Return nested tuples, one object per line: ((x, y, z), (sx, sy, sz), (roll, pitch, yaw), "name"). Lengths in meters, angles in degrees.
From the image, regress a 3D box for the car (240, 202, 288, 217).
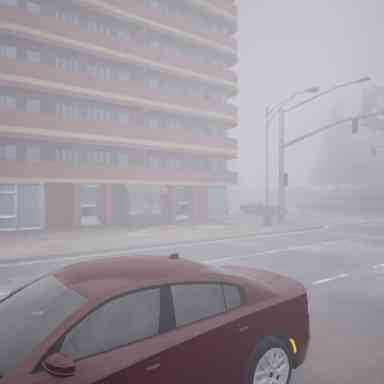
((6.884, 1.601, 32.055), (1.895, 1.301, 4.718), (0, 0, -36), "car")

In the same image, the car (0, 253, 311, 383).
((-0.881, 1.478, 3.363), (5.008, 1.535, 1.882), (0, 0, -36), "car")

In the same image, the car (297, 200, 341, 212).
((14.815, 1.601, 39.156), (1.895, 1.301, 4.718), (0, 0, -35), "car")
